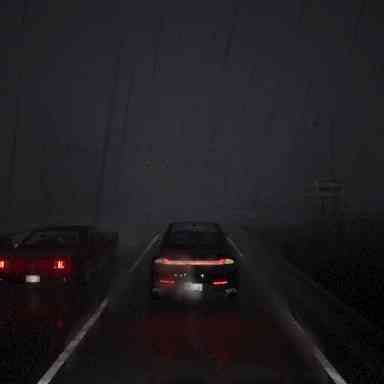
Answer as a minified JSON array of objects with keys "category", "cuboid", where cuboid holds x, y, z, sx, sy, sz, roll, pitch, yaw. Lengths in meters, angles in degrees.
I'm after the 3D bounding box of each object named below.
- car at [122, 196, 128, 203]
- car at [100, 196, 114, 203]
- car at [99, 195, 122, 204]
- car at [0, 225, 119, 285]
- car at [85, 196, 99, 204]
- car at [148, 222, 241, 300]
[{"category":"car","cuboid":[-14.992,1.551,71.552,1.994,1.385,4.181,0,0,0]},{"category":"car","cuboid":[-18.492,1.523,72.229,1.812,1.442,4.674,0,0,0]},{"category":"car","cuboid":[-14.995,1.351,61.514,2.097,1.767,4.553,0,0,0]},{"category":"car","cuboid":[-3.434,1.601,9.452,1.895,1.301,4.718,0,0,0]},{"category":"car","cuboid":[-18.493,1.476,62.128,1.882,1.535,5.008,0,0,0]},{"category":"car","cuboid":[0.058,1.491,8.366,2.128,1.511,4.902,0,0,0]}]
